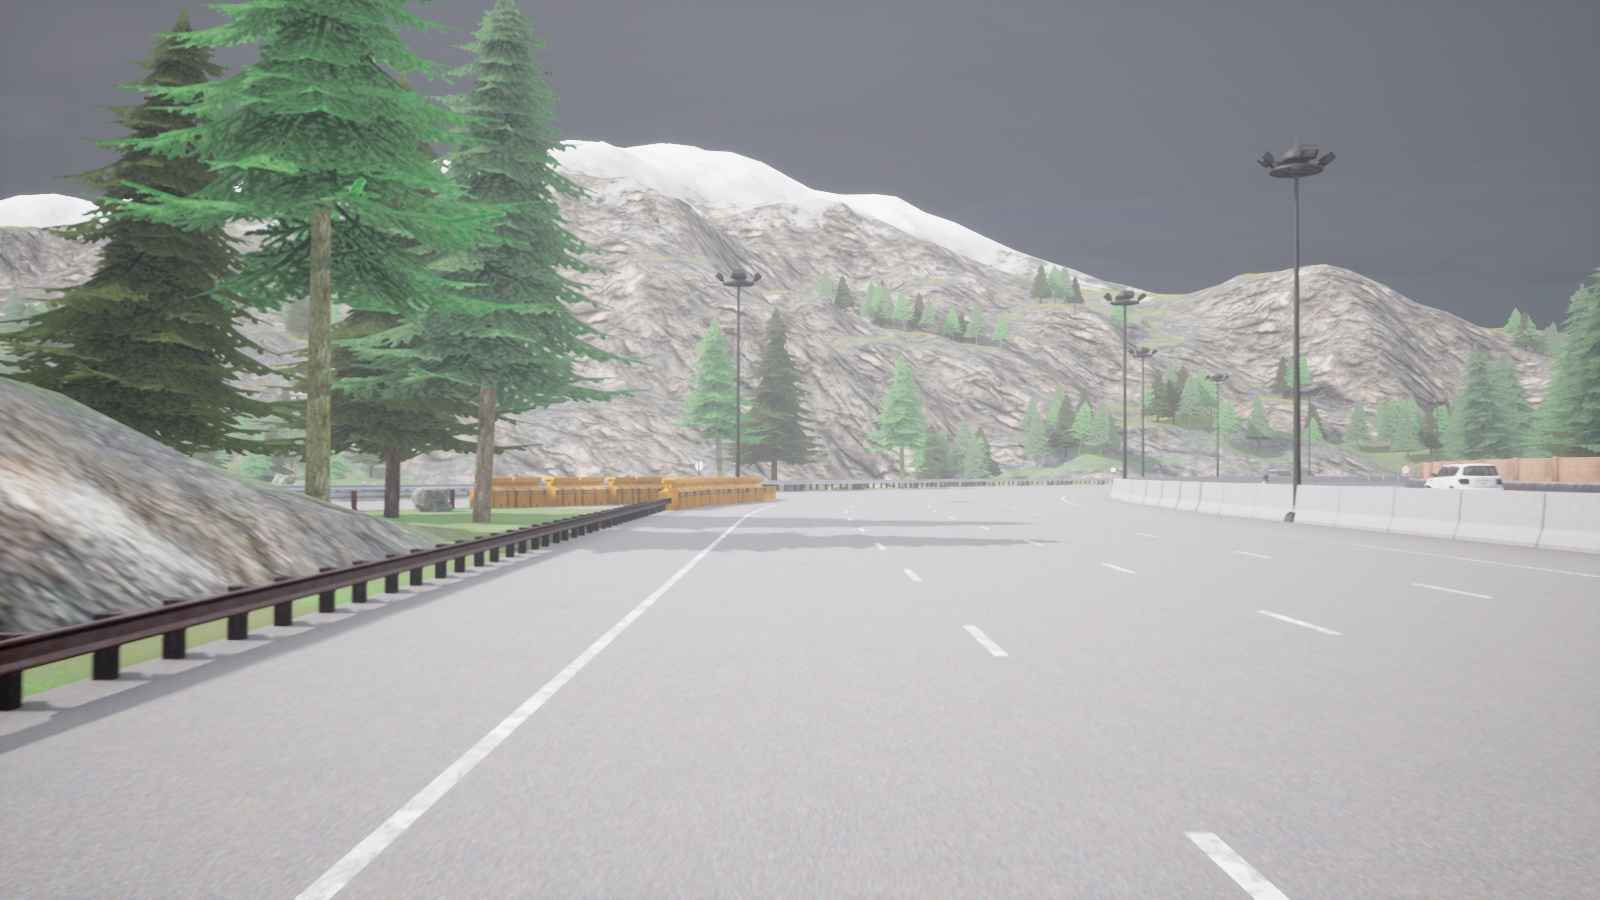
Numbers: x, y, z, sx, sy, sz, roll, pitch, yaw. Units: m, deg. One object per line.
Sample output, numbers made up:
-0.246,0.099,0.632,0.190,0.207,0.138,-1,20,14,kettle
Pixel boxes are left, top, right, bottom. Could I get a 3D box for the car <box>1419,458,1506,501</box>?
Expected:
33.016,1.452,62.763,2.150,2.045,5.566,-1,-1,9,car
